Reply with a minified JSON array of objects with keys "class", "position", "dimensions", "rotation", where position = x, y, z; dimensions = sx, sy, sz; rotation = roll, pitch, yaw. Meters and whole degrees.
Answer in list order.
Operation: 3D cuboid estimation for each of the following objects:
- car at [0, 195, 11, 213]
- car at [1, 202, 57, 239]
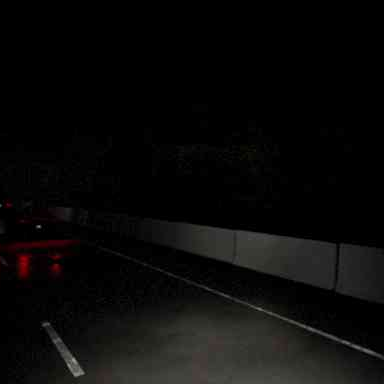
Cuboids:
[{"class":"car","position":[-18.601,1.339,31.822],"dimensions":[2.150,2.045,5.566],"rotation":[0,0,-35]},{"class":"car","position":[-8.596,1.501,17.574],"dimensions":[1.882,1.535,5.008],"rotation":[0,0,-35]}]
